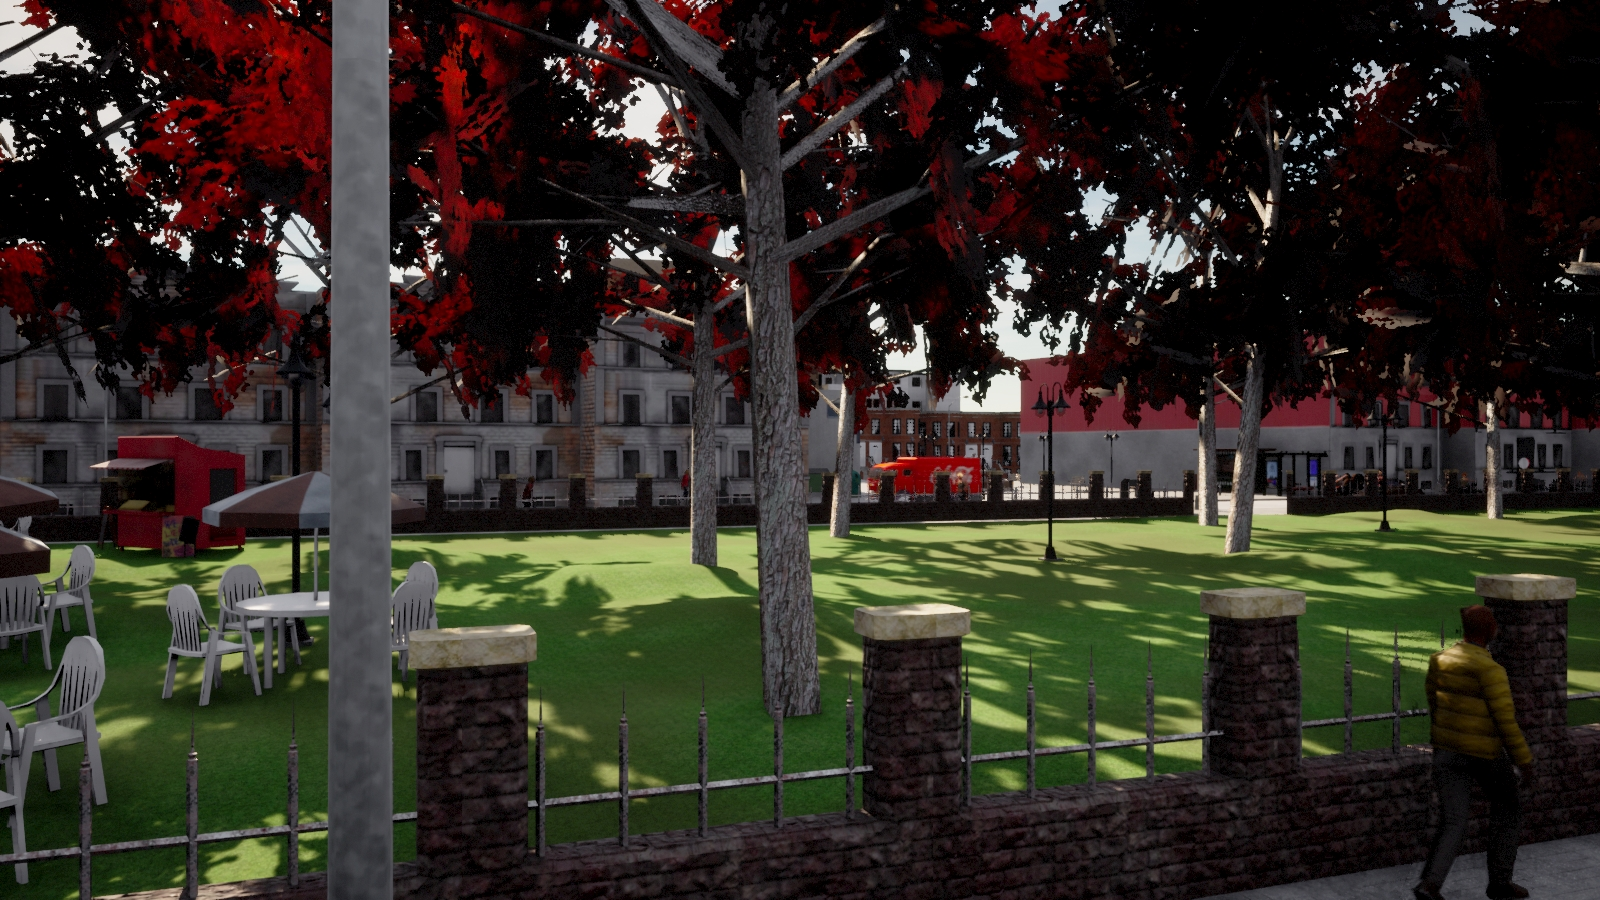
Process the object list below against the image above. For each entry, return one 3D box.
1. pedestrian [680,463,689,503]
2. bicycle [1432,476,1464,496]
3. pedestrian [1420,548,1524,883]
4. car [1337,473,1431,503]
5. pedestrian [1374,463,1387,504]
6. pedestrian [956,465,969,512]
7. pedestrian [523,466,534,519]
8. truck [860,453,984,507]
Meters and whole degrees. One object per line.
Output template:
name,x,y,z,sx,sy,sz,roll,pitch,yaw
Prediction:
pedestrian,-5.430,1.530,53.764,0.375,1.860,0.375,0,0,-20
bicycle,37.198,2.058,65.566,1.487,1.080,0.859,0,0,-20
pedestrian,3.951,1.527,6.723,0.375,1.860,0.375,0,0,-20
car,30.001,1.930,58.704,4.181,1.385,1.994,-1,0,-20
pedestrian,26.607,1.542,52.350,0.375,1.860,0.375,0,0,-20
pedestrian,6.505,1.532,45.730,0.375,1.860,0.375,0,0,-35
pedestrian,-9.781,1.527,41.161,0.375,1.860,0.375,0,0,-16
truck,5.769,1.357,54.127,5.204,2.467,2.627,0,0,-20
